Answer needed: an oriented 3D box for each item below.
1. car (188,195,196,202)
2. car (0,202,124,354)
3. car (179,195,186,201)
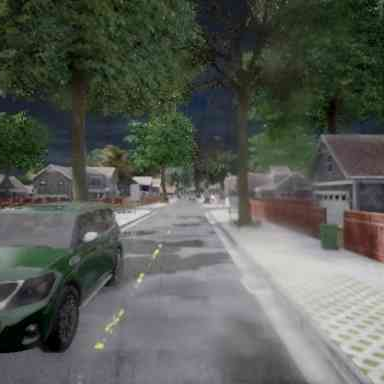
[{"bbox_3d":[0.061,1.692,87.045,2.097,1.767,4.553,0,0,0],"label":"car"},{"bbox_3d":[-2.845,1.254,6.572,2.150,2.045,5.566,0,0,0],"label":"car"},{"bbox_3d":[-2.683,1.637,94.995,2.128,1.511,4.902,0,0,0],"label":"car"}]
